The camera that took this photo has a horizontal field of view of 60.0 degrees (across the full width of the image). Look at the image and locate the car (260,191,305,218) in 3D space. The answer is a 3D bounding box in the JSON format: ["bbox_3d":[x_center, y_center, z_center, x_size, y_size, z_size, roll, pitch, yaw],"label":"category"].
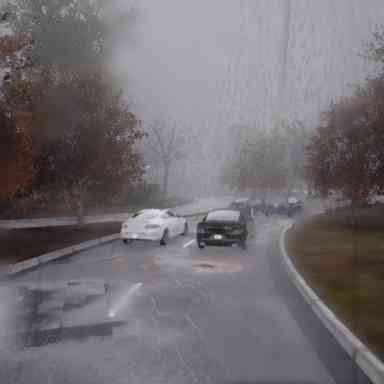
[{"bbox_3d":[7.638,1.049,27.074,2.097,1.767,4.553,0,1,35],"label":"car"}]

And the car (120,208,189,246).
[{"bbox_3d":[-1.568,1.444,14.936,1.812,1.442,4.674,0,1,15],"label":"car"}]

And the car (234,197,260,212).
[{"bbox_3d":[4.980,1.190,28.944,1.837,1.490,4.892,0,1,35],"label":"car"}]

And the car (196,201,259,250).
[{"bbox_3d":[1.566,1.400,14.075,1.882,1.535,5.008,0,1,15],"label":"car"}]
